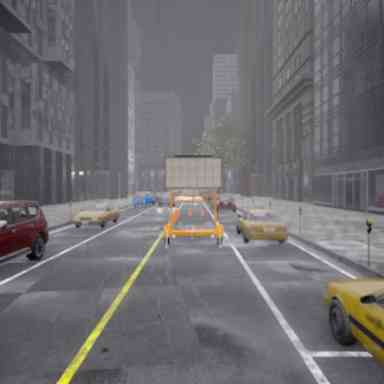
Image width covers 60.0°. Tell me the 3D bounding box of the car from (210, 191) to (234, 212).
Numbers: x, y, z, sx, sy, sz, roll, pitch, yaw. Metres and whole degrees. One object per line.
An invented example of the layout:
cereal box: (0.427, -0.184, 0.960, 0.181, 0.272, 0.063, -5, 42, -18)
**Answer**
car: (2.991, 1.011, 31.394, 1.967, 1.590, 4.097, 0, 1, 0)

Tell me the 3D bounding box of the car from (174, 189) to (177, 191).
car: (-5.321, 0.503, 82.022, 1.752, 1.417, 4.829, 0, 1, 0)

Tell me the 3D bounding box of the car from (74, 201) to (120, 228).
car: (-5.583, 1.249, 19.962, 1.752, 1.417, 4.829, 0, 1, 1)

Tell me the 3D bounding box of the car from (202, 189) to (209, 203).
car: (3.063, 0.677, 48.309, 2.192, 1.841, 5.009, 0, 1, 0)

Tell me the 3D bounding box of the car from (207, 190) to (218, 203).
car: (3.016, 0.938, 37.032, 1.967, 1.590, 4.097, 0, 1, 0)

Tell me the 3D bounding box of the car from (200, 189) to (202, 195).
car: (3.134, 0.607, 65.227, 1.967, 1.590, 4.097, 0, 1, 0)

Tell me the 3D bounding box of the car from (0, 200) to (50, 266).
car: (-5.629, 1.192, 8.892, 2.192, 1.841, 5.009, 0, 1, 0)

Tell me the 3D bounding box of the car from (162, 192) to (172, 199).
car: (-5.367, 0.682, 70.917, 1.802, 1.307, 4.206, 0, 1, 0)

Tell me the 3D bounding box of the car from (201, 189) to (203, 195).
car: (3.087, 0.612, 53.947, 2.192, 1.841, 5.009, 0, 1, 0)

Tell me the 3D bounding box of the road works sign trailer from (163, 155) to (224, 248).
road works sign trailer: (0.058, 0.275, 13.788, 2.380, 3.560, 2.880, 0, 1, 0)

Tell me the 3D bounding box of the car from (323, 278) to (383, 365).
car: (2.874, 1.479, 3.369, 1.752, 1.417, 4.829, 0, 1, 0)

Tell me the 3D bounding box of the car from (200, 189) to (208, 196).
car: (3.252, 0.186, 93.422, 2.192, 1.841, 5.009, 0, 1, 0)

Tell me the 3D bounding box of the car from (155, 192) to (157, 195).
car: (-5.486, 0.991, 42.723, 1.947, 1.339, 4.313, 0, 1, 0)

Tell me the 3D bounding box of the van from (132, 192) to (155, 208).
van: (-5.509, 0.836, 37.082, 1.690, 1.788, 3.998, 0, 1, 0)

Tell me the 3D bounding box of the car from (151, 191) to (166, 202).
car: (-5.439, 0.733, 53.999, 1.967, 1.590, 4.097, 0, 1, 0)

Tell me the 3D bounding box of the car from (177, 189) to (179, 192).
car: (-5.297, 0.236, 87.828, 2.192, 1.841, 5.009, 0, 1, 0)

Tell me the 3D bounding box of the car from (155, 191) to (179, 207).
car: (-2.927, 0.992, 39.425, 1.812, 1.442, 4.674, 0, 1, 0)

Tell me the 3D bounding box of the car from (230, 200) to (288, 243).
car: (2.928, 1.323, 14.680, 1.752, 1.417, 4.829, 0, 1, 1)
